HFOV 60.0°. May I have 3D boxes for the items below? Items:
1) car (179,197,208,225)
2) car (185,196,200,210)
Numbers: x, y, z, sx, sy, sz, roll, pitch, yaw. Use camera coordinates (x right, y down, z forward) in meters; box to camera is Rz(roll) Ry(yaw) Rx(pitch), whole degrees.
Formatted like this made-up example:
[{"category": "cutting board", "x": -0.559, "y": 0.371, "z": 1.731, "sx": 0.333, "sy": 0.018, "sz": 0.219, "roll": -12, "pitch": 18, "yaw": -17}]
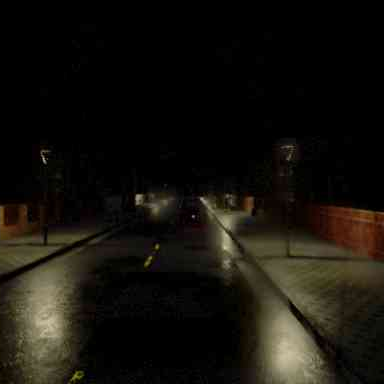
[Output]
[{"category": "car", "x": 0.088, "y": 1.367, "z": 23.386, "sx": 1.882, "sy": 1.535, "sz": 5.008, "roll": 0, "pitch": 1, "yaw": 0}, {"category": "car", "x": 0.089, "y": 1.324, "z": 41.024, "sx": 1.812, "sy": 1.442, "sz": 4.674, "roll": 0, "pitch": 0, "yaw": 0}]
